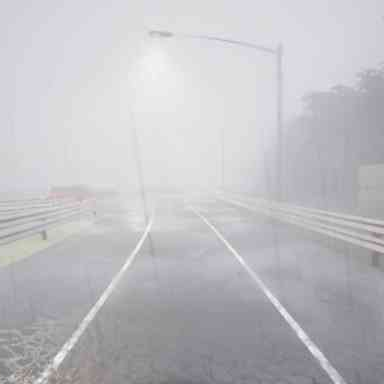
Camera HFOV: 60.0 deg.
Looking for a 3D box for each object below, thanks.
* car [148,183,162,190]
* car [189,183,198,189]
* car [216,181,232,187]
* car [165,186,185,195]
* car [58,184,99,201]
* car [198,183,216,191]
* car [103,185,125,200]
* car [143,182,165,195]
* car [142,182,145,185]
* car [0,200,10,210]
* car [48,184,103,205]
[{"bbox_3d":[-10.121,-1.643,92.208,2.097,1.767,4.553,0,2,18],"label":"car"},{"bbox_3d":[0.701,-1.699,91.512,2.097,1.767,4.553,0,2,18],"label":"car"},{"bbox_3d":[8.917,-1.683,94.107,2.128,1.511,4.902,0,2,18],"label":"car"},{"bbox_3d":[-2.677,-0.290,58.962,1.994,1.385,4.181,0,2,18],"label":"car"},{"bbox_3d":[-14.972,-0.005,44.145,2.150,2.045,5.566,0,2,18],"label":"car"},{"bbox_3d":[3.619,-0.991,77.955,1.895,1.301,4.718,0,2,18],"label":"car"},{"bbox_3d":[-11.351,0.231,43.957,1.882,1.535,5.008,0,2,18],"label":"car"},{"bbox_3d":[-6.329,-0.479,59.072,2.097,1.767,4.553,0,2,18],"label":"car"},{"bbox_3d":[-13.456,-1.459,93.272,1.994,1.385,4.181,0,2,18],"label":"car"},{"bbox_3d":[-17.015,0.965,26.888,2.033,1.411,5.357,0,2,18],"label":"car"},{"bbox_3d":[-11.475,0.389,32.459,2.150,2.045,5.566,0,2,18],"label":"car"}]
